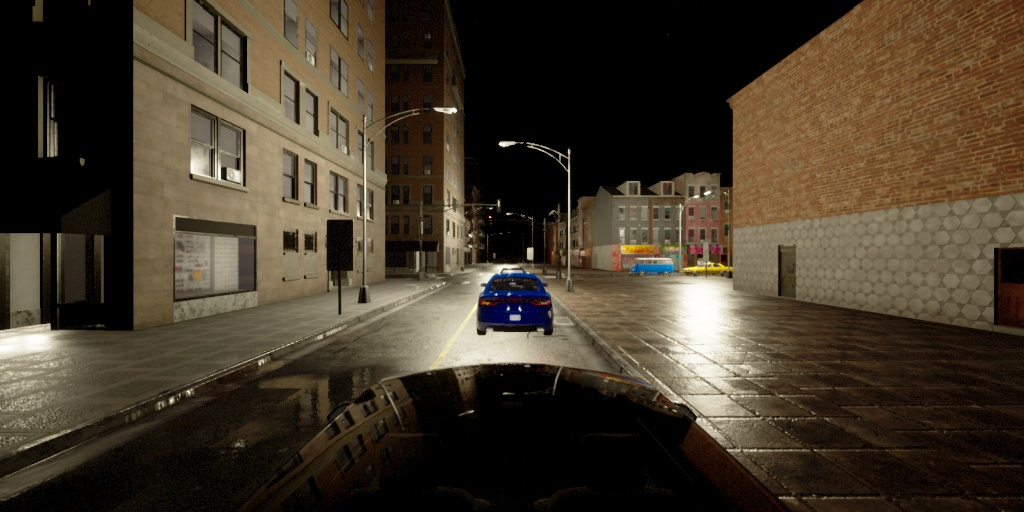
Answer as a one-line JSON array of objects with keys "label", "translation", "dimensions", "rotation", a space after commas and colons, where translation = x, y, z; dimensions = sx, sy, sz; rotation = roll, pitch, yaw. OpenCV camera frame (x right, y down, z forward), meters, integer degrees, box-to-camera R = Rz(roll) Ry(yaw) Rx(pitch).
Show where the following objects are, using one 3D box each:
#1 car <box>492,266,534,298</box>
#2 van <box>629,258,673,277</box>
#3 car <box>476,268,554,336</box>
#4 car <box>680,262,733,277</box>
[{"label": "car", "translation": [0.037, 1.313, 19.257], "dimensions": [1.994, 1.385, 4.181], "rotation": [0, 0, 0]}, {"label": "van", "translation": [13.618, 1.087, 35.044], "dimensions": [3.998, 1.789, 1.690], "rotation": [0, 0, 0]}, {"label": "car", "translation": [0.069, 1.227, 10.488], "dimensions": [1.882, 1.535, 5.008], "rotation": [0, 0, 0]}, {"label": "car", "translation": [19.060, 1.267, 35.056], "dimensions": [4.829, 1.417, 1.751], "rotation": [0, 0, 0]}]
